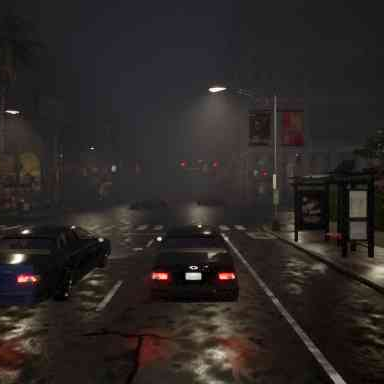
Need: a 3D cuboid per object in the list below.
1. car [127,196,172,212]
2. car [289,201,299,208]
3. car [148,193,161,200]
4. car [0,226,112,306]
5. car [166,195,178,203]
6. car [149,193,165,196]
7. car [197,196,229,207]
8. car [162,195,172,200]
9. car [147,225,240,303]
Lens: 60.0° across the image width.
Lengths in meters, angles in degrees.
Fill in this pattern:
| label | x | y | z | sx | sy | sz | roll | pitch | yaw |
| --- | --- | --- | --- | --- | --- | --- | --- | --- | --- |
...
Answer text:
| label | x | y | z | sx | sy | sz | roll | pitch | yaw |
| --- | --- | --- | --- | --- | --- | --- | --- | --- | --- |
| car | -5.152 | 1.491 | 38.641 | 4.902 | 1.511 | 2.128 | 0 | 0 | -42 |
| car | 16.761 | 1.547 | 47.626 | 5.357 | 1.411 | 2.033 | 0 | 0 | 0 |
| car | -10.343 | 1.225 | 91.194 | 2.150 | 2.045 | 5.566 | 0 | 0 | 9 |
| car | -3.477 | 1.547 | 8.249 | 2.033 | 1.411 | 5.357 | 0 | 0 | 0 |
| car | -3.938 | 1.477 | 70.214 | 1.882 | 1.535 | 5.008 | 0 | 0 | 0 |
| car | -7.524 | 1.553 | 70.521 | 1.994 | 1.385 | 4.181 | 0 | 0 | 0 |
| car | 3.046 | 1.351 | 49.195 | 4.553 | 1.767 | 2.097 | 0 | 0 | 18 |
| car | -6.822 | 1.500 | 91.012 | 1.837 | 1.490 | 4.892 | 0 | 0 | 9 |
| car | 0.023 | 1.547 | 8.435 | 2.033 | 1.411 | 5.357 | 0 | 0 | 0 |
